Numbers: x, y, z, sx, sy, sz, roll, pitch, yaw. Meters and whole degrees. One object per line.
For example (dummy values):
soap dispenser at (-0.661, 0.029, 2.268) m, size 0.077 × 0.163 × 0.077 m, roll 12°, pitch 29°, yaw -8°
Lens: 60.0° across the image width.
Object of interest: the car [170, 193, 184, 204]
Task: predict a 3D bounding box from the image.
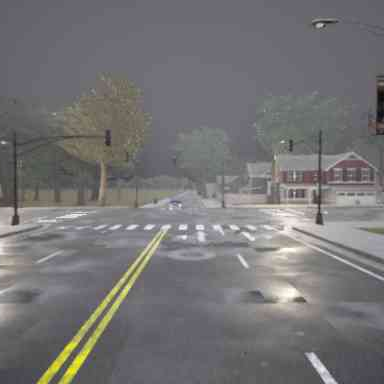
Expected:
car at (-2.818, 1.345, 57.404) m, size 1.882 × 1.535 × 5.008 m, roll 0°, pitch 2°, yaw 0°
